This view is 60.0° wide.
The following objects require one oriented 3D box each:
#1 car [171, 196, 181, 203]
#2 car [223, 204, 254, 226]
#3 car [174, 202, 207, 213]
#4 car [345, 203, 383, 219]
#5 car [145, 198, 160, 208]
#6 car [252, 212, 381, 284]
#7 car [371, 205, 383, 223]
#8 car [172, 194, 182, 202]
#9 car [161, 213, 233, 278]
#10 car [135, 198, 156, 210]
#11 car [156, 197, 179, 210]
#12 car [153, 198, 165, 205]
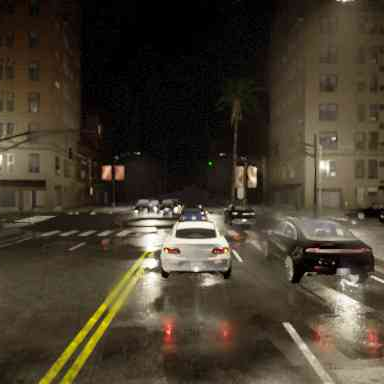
[{"bbox_3d":[-3.275,1.848,55.392,1.895,1.301,4.718,0,0,0],"label":"car"},{"bbox_3d":[3.353,1.609,23.681,2.128,1.511,4.902,1,0,0],"label":"car"},{"bbox_3d":[0.100,1.663,23.099,2.033,1.411,5.357,0,0,0],"label":"car"},{"bbox_3d":[16.746,1.736,30.677,5.008,1.535,1.882,0,1,0],"label":"car"},{"bbox_3d":[-6.536,1.772,55.216,1.812,1.442,4.674,0,0,0],"label":"car"},{"bbox_3d":[3.346,1.535,9.718,2.128,1.511,4.902,0,0,0],"label":"car"},{"bbox_3d":[16.223,1.878,24.729,4.313,1.339,1.947,0,0,0],"label":"car"},{"bbox_3d":[-3.222,1.509,66.170,2.150,2.045,5.566,0,0,0],"label":"car"},{"bbox_3d":[0.108,1.572,10.117,1.812,1.442,4.674,0,0,0],"label":"car"},{"bbox_3d":[-6.575,1.753,45.804,2.033,1.411,5.357,0,0,0],"label":"car"},{"bbox_3d":[-3.326,1.753,45.801,2.033,1.411,5.357,0,0,0],"label":"car"},{"bbox_3d":[-6.473,1.848,65.128,1.994,1.385,4.181,0,0,0],"label":"car"}]
